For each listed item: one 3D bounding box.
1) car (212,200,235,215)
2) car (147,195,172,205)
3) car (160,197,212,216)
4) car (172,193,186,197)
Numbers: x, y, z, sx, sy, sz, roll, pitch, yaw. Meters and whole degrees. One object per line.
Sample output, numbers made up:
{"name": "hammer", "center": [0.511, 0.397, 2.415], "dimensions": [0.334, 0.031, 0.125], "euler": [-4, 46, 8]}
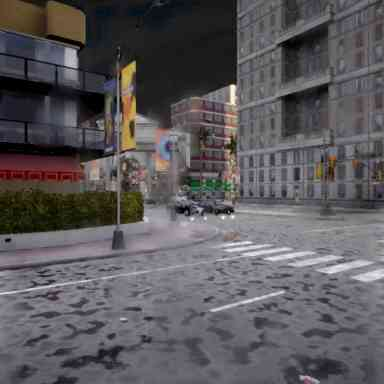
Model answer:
{"name": "car", "center": [2.028, 1.547, 34.440], "dimensions": [2.033, 1.411, 5.357], "euler": [0, 0, -35]}
{"name": "car", "center": [-6.270, 1.505, 59.585], "dimensions": [1.837, 1.490, 4.892], "euler": [0, 0, -44]}
{"name": "car", "center": [-0.657, 1.491, 32.176], "dimensions": [2.128, 1.511, 4.902], "euler": [0, 0, -35]}
{"name": "car", "center": [-2.557, 1.221, 62.268], "dimensions": [2.150, 2.045, 5.566], "euler": [0, 0, -15]}
